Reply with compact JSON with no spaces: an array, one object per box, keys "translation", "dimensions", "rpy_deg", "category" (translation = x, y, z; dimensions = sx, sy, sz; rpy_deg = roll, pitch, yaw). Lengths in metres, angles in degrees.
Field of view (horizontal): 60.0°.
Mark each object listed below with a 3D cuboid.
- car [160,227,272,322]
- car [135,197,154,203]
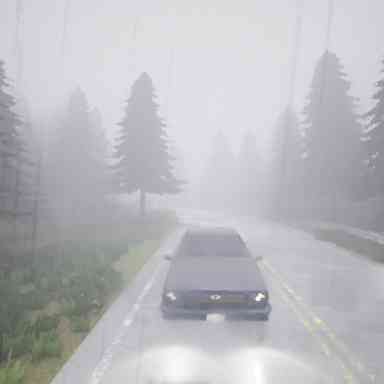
[{"translation":[0.471,1.558,7.784],"dimensions":[2.033,1.411,5.357],"rpy_deg":[0,0,2],"category":"car"},{"translation":[-7.324,1.389,51.244],"dimensions":[1.994,1.385,4.181],"rpy_deg":[3,-1,-29],"category":"car"}]
